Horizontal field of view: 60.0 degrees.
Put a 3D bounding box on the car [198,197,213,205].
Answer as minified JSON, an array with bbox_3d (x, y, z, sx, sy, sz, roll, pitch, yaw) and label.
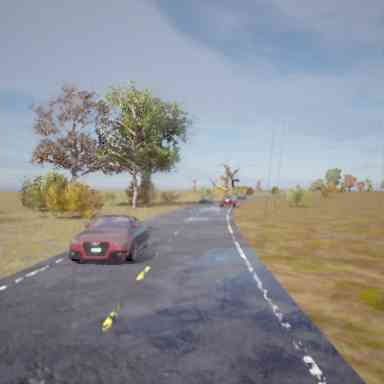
[{"bbox_3d":[2.223,1.431,53.634,1.895,1.301,4.718,0,0,11],"label":"car"}]

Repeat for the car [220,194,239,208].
[{"bbox_3d":[5.085,1.211,46.598,2.097,1.767,4.553,0,0,10],"label":"car"}]

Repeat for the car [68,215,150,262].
[{"bbox_3d":[-2.751,1.527,11.855,1.994,1.385,4.181,0,0,3],"label":"car"}]

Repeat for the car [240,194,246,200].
[{"bbox_3d":[12.033,1.143,81.090,2.033,1.411,5.357,0,0,18],"label":"car"}]
